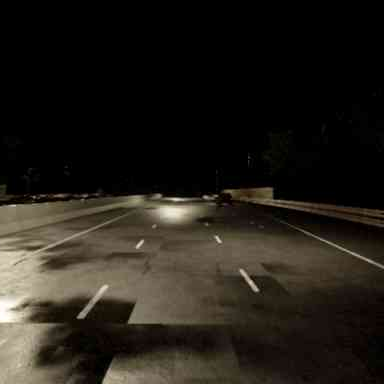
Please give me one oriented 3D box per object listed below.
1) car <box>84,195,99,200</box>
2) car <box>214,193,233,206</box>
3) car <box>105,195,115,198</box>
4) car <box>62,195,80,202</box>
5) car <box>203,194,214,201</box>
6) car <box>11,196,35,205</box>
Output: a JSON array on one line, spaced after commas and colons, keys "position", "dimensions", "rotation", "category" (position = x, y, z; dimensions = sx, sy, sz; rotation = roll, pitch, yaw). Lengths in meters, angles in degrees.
[{"position": [-19.409, 1.284, 64.498], "dimensions": [1.837, 1.490, 4.892], "rotation": [1, 1, -2], "category": "car"}, {"position": [5.371, 1.219, 55.284], "dimensions": [2.150, 2.045, 5.566], "rotation": [1, 0, -2], "category": "car"}, {"position": [-15.914, 1.349, 64.684], "dimensions": [2.033, 1.411, 5.357], "rotation": [1, 0, -2], "category": "car"}, {"position": [-22.873, 1.251, 63.312], "dimensions": [2.033, 1.411, 5.357], "rotation": [1, 0, -2], "category": "car"}, {"position": [4.575, 1.634, 82.799], "dimensions": [1.895, 1.301, 4.718], "rotation": [1, 0, -2], "category": "car"}, {"position": [-26.073, 1.244, 51.467], "dimensions": [1.994, 1.385, 4.181], "rotation": [1, 0, -1], "category": "car"}]
